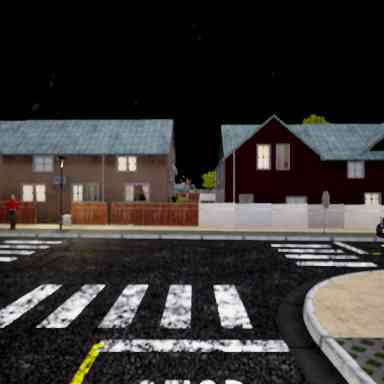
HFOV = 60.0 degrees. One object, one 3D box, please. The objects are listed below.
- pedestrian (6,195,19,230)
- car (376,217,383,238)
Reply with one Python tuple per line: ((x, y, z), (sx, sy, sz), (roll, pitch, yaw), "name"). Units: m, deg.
((-9.326, 1.042, 17.293), (0.375, 1.860, 0.375), (0, 0, 1), "pedestrian")
((10.803, 1.331, 13.838), (5.566, 2.045, 2.150), (1, 0, 0), "car")
